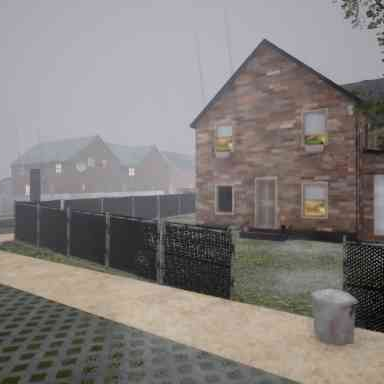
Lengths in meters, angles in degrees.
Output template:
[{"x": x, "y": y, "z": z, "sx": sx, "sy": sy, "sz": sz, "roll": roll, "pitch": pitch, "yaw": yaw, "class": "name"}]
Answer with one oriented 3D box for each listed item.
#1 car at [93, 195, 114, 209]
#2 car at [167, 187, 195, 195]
[{"x": -7.642, "y": 1.032, "z": 28.114, "sx": 1.812, "sy": 1.442, "sz": 4.674, "roll": 0, "pitch": 1, "yaw": 34, "class": "car"}, {"x": -0.709, "y": 0.435, "z": 38.523, "sx": 2.150, "sy": 2.045, "sz": 5.566, "roll": 0, "pitch": 1, "yaw": 34, "class": "car"}]
